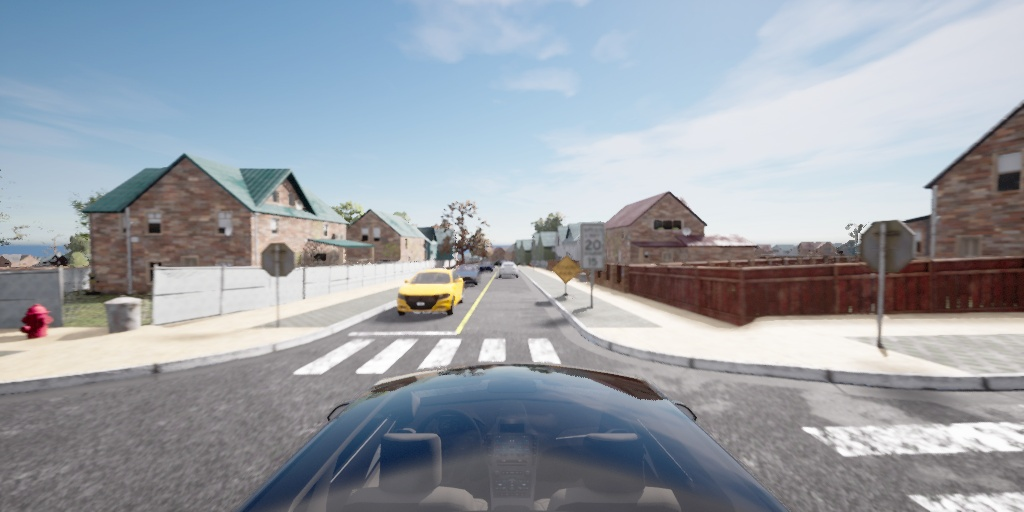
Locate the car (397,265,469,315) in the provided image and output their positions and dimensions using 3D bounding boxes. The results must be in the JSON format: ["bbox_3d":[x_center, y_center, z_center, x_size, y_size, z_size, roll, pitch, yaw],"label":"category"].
[{"bbox_3d":[-2.958,1.248,13.846,1.882,1.535,5.008,0,0,-2],"label":"car"}]

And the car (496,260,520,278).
[{"bbox_3d":[-0.352,1.370,35.919,1.812,1.442,4.674,0,0,-1],"label":"car"}]

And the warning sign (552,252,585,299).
[{"bbox_3d":[2.363,0.886,15.859,1.300,1.860,1.060,0,0,-1],"label":"warning sign"}]

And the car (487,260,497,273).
[{"bbox_3d":[-3.392,1.525,47.733,1.895,1.301,4.718,0,0,0],"label":"car"}]

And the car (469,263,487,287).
[{"bbox_3d":[-3.151,1.349,25.653,2.033,1.411,5.357,0,0,-1],"label":"car"}]

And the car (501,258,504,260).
[{"bbox_3d":[-0.826,1.541,59.567,1.812,1.442,4.674,0,-1,-2],"label":"car"}]
